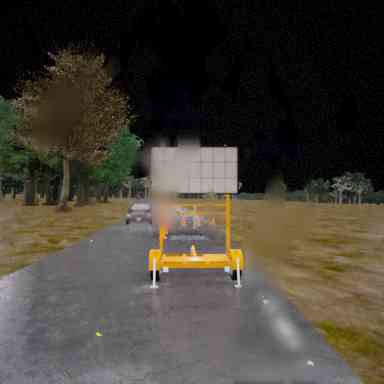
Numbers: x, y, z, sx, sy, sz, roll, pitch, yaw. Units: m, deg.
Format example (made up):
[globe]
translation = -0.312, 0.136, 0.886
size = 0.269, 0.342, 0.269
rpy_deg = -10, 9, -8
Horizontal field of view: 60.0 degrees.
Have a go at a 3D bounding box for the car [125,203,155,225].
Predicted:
[car]
translation = -3.645, 1.523, 24.050
size = 1.812, 1.442, 4.674
rpy_deg = 0, 0, -4

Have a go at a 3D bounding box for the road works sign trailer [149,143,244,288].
[road works sign trailer]
translation = 0.071, 0.464, 9.224
size = 2.380, 3.560, 2.880
rpy_deg = 0, 0, -2
